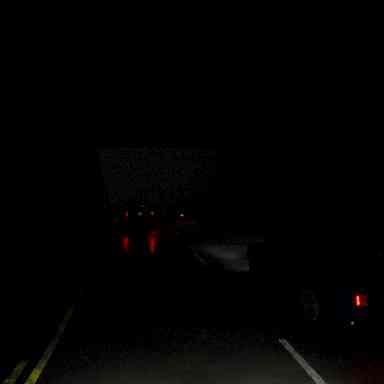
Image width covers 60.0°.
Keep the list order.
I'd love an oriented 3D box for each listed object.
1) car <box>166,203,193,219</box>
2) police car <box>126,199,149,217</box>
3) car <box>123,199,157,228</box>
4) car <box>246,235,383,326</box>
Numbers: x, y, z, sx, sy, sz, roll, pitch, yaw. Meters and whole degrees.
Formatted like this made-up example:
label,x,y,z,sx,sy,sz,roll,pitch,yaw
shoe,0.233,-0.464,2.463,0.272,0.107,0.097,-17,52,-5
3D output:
label,x,y,z,sx,sy,sz,roll,pitch,yaw
car,-1.216,1.591,29.182,1.895,1.301,4.718,0,0,-10
police car,-5.459,1.521,32.860,2.038,1.542,4.974,0,0,-11
car,-3.562,1.365,22.505,2.097,1.767,4.553,0,0,-10
car,2.675,1.578,7.092,1.895,1.301,4.718,0,0,-8
